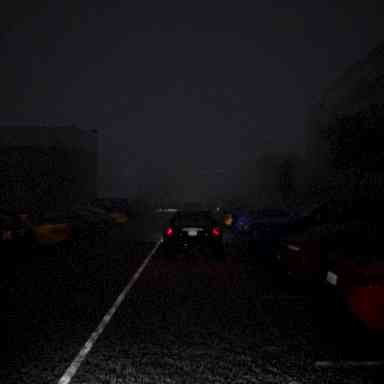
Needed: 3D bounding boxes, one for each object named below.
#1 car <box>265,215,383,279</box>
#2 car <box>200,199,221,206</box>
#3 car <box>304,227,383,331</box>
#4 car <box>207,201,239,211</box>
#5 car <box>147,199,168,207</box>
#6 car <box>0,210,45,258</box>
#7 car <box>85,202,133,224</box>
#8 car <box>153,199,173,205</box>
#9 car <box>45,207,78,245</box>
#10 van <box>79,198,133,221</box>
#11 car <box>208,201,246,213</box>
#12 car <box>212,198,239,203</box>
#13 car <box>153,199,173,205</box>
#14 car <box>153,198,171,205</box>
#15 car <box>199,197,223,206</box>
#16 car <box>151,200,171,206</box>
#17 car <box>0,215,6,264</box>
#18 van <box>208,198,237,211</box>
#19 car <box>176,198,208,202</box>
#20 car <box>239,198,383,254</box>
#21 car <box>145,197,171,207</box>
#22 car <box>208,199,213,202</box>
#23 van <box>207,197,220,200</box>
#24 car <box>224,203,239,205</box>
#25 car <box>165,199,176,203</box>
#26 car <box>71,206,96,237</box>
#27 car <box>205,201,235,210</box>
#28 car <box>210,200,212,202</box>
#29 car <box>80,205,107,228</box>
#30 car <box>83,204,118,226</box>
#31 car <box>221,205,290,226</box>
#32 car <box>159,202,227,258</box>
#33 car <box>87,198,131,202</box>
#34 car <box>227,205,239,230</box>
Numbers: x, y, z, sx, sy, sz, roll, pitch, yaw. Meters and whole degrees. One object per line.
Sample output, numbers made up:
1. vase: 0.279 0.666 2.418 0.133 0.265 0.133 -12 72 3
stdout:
1. car: 4.650 1.481 8.410 5.008 1.535 2.097 0 -1 0
2. car: 4.652 2.618 83.771 5.008 1.535 2.097 0 -1 0
3. car: 4.680 1.489 5.577 4.792 1.488 2.163 0 0 0
4. car: 4.652 2.151 50.250 4.674 1.452 2.002 0 -1 0
5. car: -7.642 2.336 73.669 4.553 1.767 2.185 0 -1 0
6. car: -7.647 1.386 10.883 4.553 1.767 2.185 0 -1 0
7. car: -7.492 1.722 24.963 5.366 1.575 1.946 0 -1 0
8. car: -7.857 2.727 91.419 5.366 1.575 1.946 0 -1 0
9. car: -7.864 1.553 13.799 5.366 1.575 1.946 0 -1 0
10. van: -7.794 1.581 30.422 4.442 1.987 1.878 0 -1 0
11. car: 4.649 2.028 44.789 5.008 1.535 2.097 0 -1 0
12. car: 4.621 1.732 33.494 4.553 1.767 2.185 0 -1 0
13. car: -7.678 2.685 88.356 4.892 1.521 2.231 0 -1 0
14. car: -7.703 2.516 85.546 4.553 1.767 2.185 0 -1 0
15. car: 4.629 2.324 80.980 5.566 2.045 2.435 0 -1 0
16. car: -7.702 2.626 82.606 4.792 1.488 2.163 0 -1 0
17. car: -7.684 1.474 8.092 5.008 1.535 2.097 0 0 0
18. van: 4.772 1.927 53.047 4.442 1.987 1.878 0 -1 0
19. car: 0.047 1.648 28.243 2.097 1.767 4.553 0 -1 1
20. car: 4.623 1.268 11.148 5.566 2.045 2.435 0 -1 0
21. car: -7.702 2.168 70.858 5.566 2.045 2.435 0 -1 0
22. car: 4.660 1.943 39.077 4.892 1.521 2.231 0 -1 0
23. van: 4.537 1.758 41.874 4.442 1.987 1.878 0 -1 0
24. car: 4.838 1.685 22.317 5.366 1.575 1.946 0 -1 0
25. car: -3.056 2.297 57.167 1.994 1.385 4.181 0 -1 0
26. car: -7.649 1.628 16.590 4.792 1.488 2.163 0 -1 0
27. car: 4.683 2.225 55.838 4.792 1.488 2.163 0 -1 0
28. car: 4.647 1.900 36.283 4.892 1.521 2.231 0 -1 0
29. car: -7.675 1.680 19.379 4.674 1.452 2.002 0 -1 0
30. car: -7.675 1.721 22.046 4.674 1.452 2.002 0 -1 0
31. car: 4.681 1.760 25.111 4.792 1.488 2.163 0 -1 0
32. car: 0.045 1.420 13.202 2.097 1.767 4.553 0 -1 1
33. car: -7.706 1.514 27.631 5.566 2.045 2.435 0 -1 0
34. car: 4.681 1.675 19.523 4.792 1.488 2.163 0 -1 0
